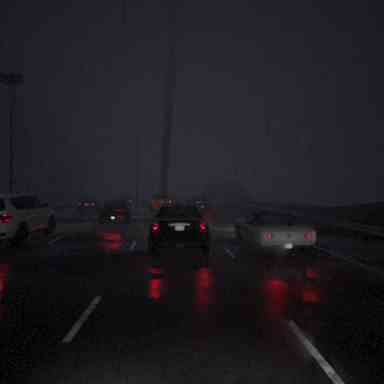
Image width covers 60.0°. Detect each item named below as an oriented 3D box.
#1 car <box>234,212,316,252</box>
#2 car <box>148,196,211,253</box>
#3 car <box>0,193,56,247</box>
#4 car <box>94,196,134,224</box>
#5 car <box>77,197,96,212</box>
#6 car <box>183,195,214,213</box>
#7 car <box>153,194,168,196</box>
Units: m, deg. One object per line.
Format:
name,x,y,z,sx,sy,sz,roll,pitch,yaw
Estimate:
car,2.978,1.442,13.064,1.895,1.301,4.718,0,1,-4
car,-0.567,1.197,13.129,2.097,1.767,4.553,0,1,-4
car,-7.627,1.063,14.108,2.150,2.045,5.566,0,1,-5
car,-4.983,1.250,22.056,1.837,1.490,4.892,0,0,-7
car,-10.223,1.171,33.016,2.033,1.411,5.357,0,1,-11
car,0.518,1.109,32.439,2.128,1.511,4.902,0,1,-10
car,-3.224,0.963,33.377,2.097,1.767,4.553,0,1,-10
